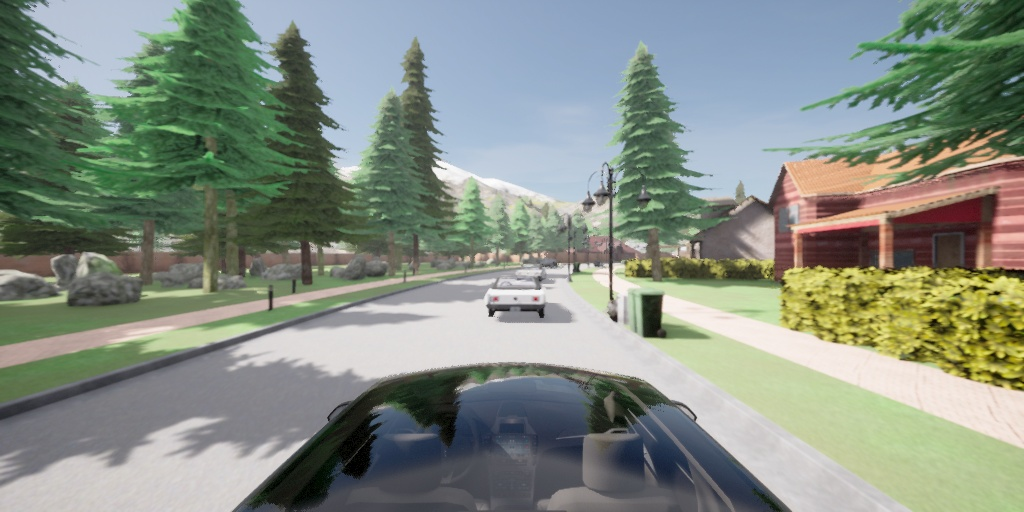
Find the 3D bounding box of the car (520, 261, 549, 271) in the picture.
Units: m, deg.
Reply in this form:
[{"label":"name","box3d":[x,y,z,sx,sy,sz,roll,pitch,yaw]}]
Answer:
[{"label":"car","box3d":[1.587,1.285,27.807,1.895,1.301,4.718,0,0,10]}]

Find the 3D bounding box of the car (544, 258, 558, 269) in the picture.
[{"label":"car","box3d":[5.629,1.121,54.942,1.837,1.490,4.892,0,0,23]}]

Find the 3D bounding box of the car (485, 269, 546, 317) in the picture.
[{"label":"car","box3d":[0.200,1.322,13.076,1.895,1.301,4.718,0,0,2]}]
